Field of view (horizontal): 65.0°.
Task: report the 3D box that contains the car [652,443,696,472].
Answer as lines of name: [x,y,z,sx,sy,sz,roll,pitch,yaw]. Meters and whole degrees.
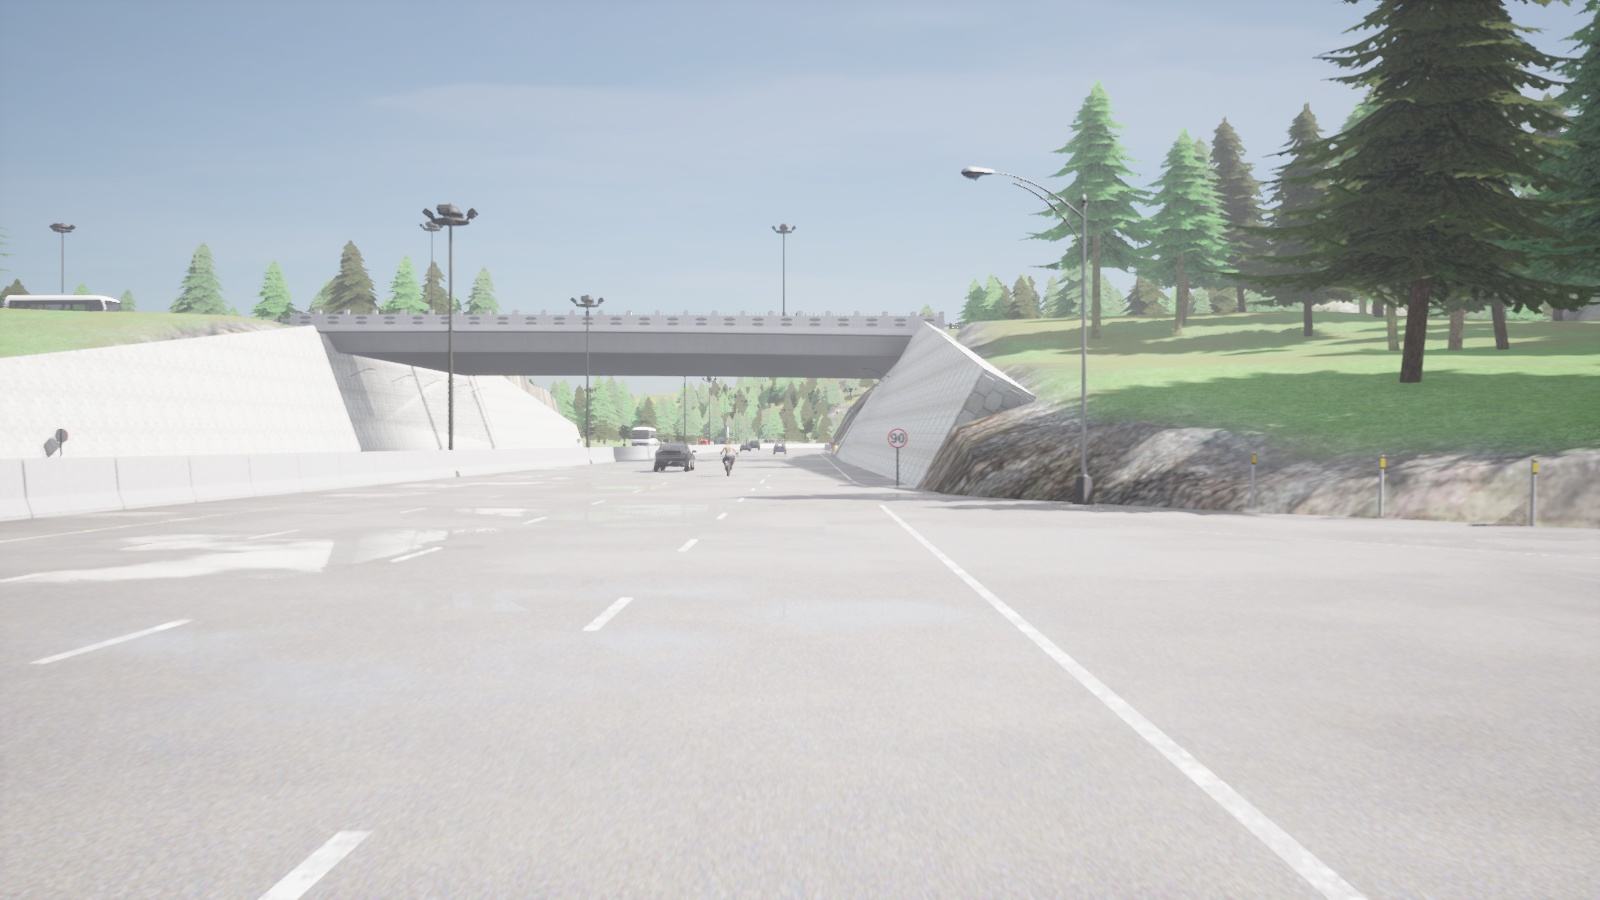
car: [-6.607,0.372,66.314,1.837,1.490,4.892,0,0,0]
